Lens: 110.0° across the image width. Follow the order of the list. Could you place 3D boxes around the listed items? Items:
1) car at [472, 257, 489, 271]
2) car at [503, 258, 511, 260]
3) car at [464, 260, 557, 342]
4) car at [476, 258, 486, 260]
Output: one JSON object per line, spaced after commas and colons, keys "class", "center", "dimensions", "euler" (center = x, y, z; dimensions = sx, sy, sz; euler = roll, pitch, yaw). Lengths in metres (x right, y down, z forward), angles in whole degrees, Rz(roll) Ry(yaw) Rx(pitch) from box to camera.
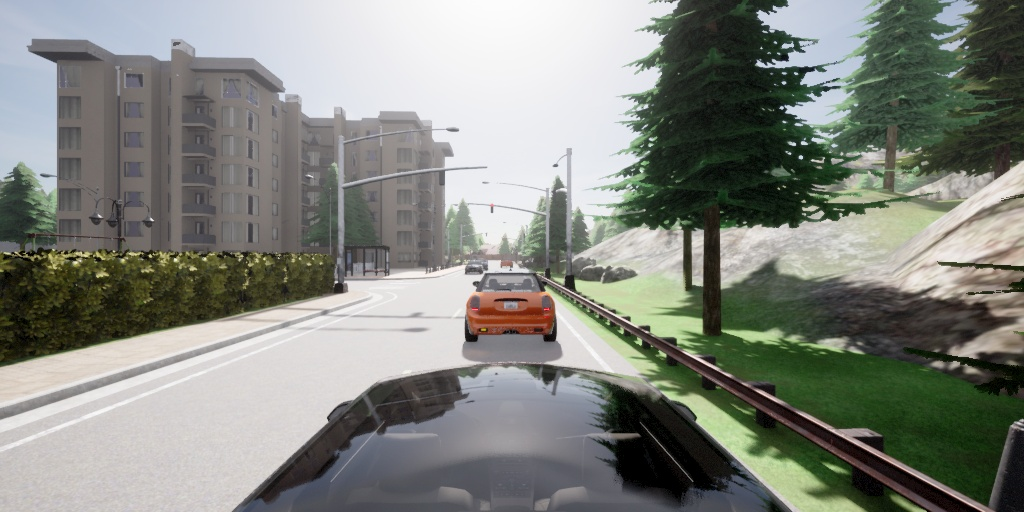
{"class": "car", "center": [-4.430, 1.102, 50.647], "dimensions": [2.097, 1.767, 4.553], "euler": [0, 0, -2]}
{"class": "car", "center": [-0.904, 1.102, 61.205], "dimensions": [2.097, 1.767, 4.553], "euler": [0, 0, -1]}
{"class": "car", "center": [-0.049, 1.102, 9.948], "dimensions": [2.097, 1.767, 4.553], "euler": [0, 0, -1]}
{"class": "car", "center": [-4.250, 1.255, 40.735], "dimensions": [1.837, 1.490, 4.892], "euler": [0, 0, -1]}
